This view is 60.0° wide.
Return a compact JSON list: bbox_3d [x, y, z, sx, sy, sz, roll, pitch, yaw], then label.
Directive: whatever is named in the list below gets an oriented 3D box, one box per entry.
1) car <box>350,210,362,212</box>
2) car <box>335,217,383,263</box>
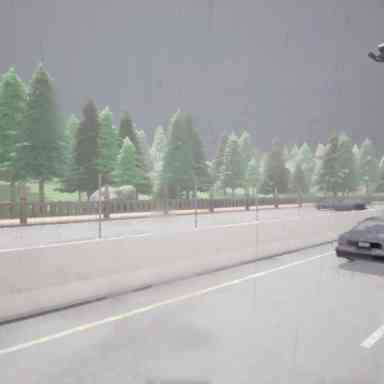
[{"bbox_3d":[17.375,1.469,36.428,5.008,1.535,1.882,0,0,-43],"label":"car"},{"bbox_3d":[6.687,1.545,11.216,5.357,1.411,2.033,0,0,-44],"label":"car"}]
